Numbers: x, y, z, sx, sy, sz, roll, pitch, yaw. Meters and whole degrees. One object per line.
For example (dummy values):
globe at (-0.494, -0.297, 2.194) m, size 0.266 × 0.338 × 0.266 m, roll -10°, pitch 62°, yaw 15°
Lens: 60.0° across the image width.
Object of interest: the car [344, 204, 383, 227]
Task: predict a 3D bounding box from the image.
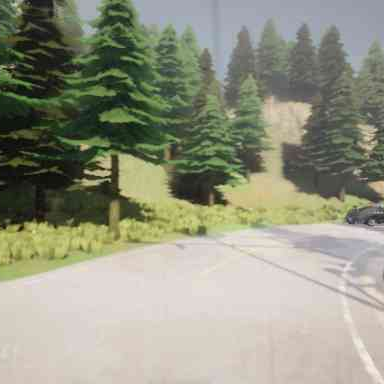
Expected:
car at (13.303, 1.685, 24.121) m, size 4.892 × 1.490 × 1.837 m, roll 1°, pitch 0°, yaw -22°
